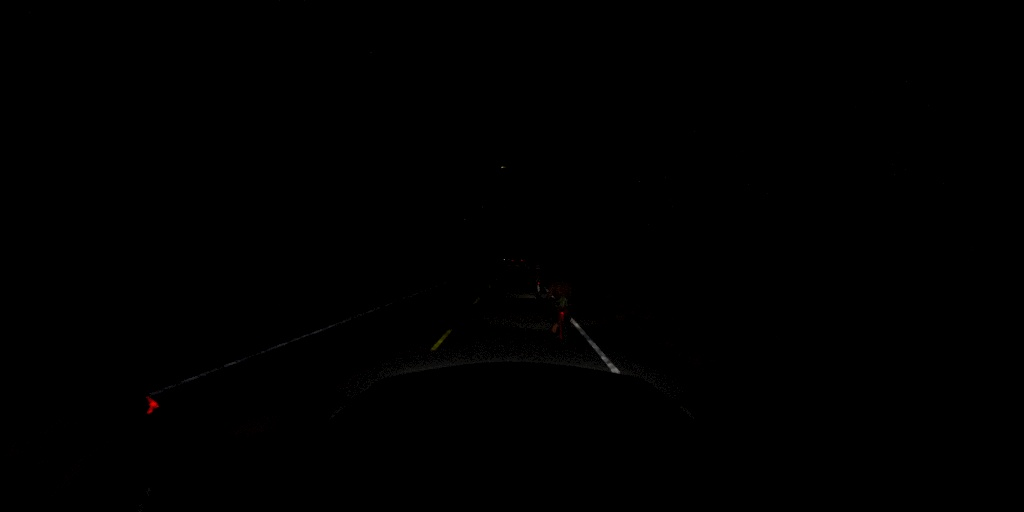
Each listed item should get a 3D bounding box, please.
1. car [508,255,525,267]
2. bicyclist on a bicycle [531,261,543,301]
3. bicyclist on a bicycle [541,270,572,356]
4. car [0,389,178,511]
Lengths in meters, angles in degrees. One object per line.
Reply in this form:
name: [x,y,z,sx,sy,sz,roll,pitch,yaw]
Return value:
car: [0.942,0.849,61.137,2.150,2.045,5.566,0,0,2]
bicyclist on a bicycle: [1.156,1.111,16.282,0.659,1.776,1.843,0,0,1]
bicyclist on a bicycle: [1.041,1.199,7.691,0.582,1.620,1.656,0,0,1]
car: [-3.578,1.319,0.990,1.994,1.385,4.181,0,0,0]
